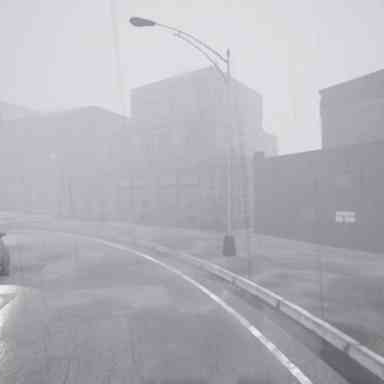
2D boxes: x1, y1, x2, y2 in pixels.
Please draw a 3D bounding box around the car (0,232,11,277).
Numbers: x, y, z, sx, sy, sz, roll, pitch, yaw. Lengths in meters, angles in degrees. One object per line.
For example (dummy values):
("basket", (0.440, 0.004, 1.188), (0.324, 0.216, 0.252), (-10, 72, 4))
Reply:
("car", (-6.524, 1.628, 9.716), (1.994, 1.385, 4.181), (1, -1, -32))
